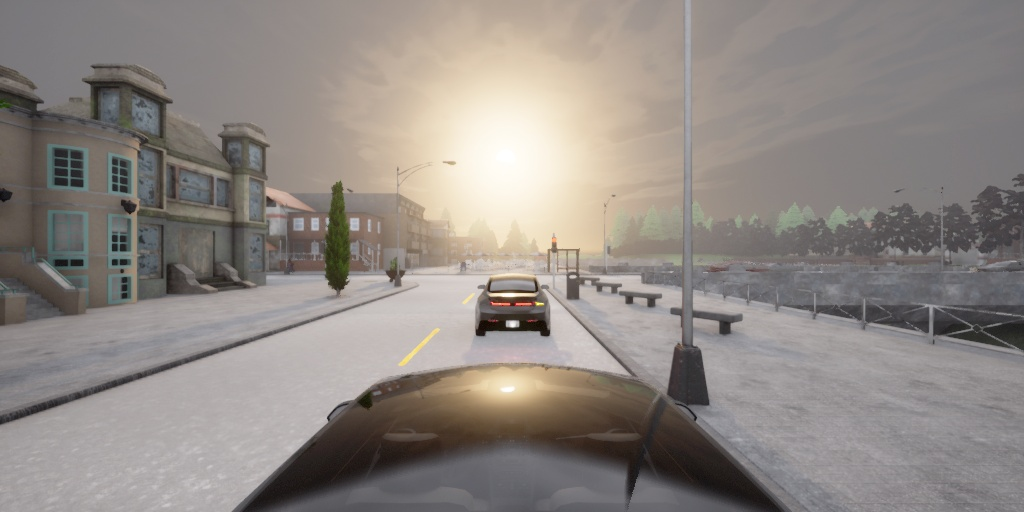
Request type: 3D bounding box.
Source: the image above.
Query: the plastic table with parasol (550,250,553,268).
[{"bbox_3d":[4.994,0.668,58.644,2.482,2.480,2.482,0,0,0],"label":"plastic table with parasol"}]

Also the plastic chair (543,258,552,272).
[{"bbox_3d":[4.843,1.273,49.844,0.730,1.272,0.750,0,0,0],"label":"plastic chair"}]

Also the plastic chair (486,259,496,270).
[{"bbox_3d":[-2.957,1.273,50.644,0.730,1.272,0.750,0,0,0],"label":"plastic chair"}]

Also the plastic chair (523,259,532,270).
[{"bbox_3d":[2.243,1.273,50.044,0.730,1.272,0.750,0,0,0],"label":"plastic chair"}]

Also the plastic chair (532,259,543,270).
[{"bbox_3d":[3.443,1.273,48.744,0.750,1.272,0.730,0,0,0],"label":"plastic chair"}]

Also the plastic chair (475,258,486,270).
[{"bbox_3d":[-4.357,1.273,49.544,0.750,1.272,0.730,0,0,0],"label":"plastic chair"}]

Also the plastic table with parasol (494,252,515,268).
[{"bbox_3d":[-1.206,0.668,57.744,2.482,2.480,2.482,0,0,0],"label":"plastic table with parasol"}]

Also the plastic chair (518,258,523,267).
[{"bbox_3d":[1.047,1.272,64.176,0.750,1.272,0.730,0,0,-1],"label":"plastic chair"}]

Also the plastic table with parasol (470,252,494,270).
[{"bbox_3d":[-4.237,0.669,50.764,2.482,2.480,2.482,0,0,0],"label":"plastic table with parasol"}]

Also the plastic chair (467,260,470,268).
[{"bbox_3d":[-5.557,1.273,50.845,0.730,1.272,0.750,0,0,0],"label":"plastic chair"}]

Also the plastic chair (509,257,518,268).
[{"bbox_3d":[0.144,1.272,57.644,0.730,1.272,0.750,0,0,0],"label":"plastic chair"}]

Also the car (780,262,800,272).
[{"bbox_3d":[25.496,1.310,34.947,4.181,1.385,1.994,0,0,0],"label":"car"}]

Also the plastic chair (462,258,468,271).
[{"bbox_3d":[-7.053,1.273,56.176,0.750,1.272,0.730,0,0,-1],"label":"plastic chair"}]

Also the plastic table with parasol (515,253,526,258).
[{"bbox_3d":[1.164,0.667,65.354,2.482,2.480,2.482,0,0,0],"label":"plastic table with parasol"}]

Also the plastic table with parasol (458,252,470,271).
[{"bbox_3d":[-7.126,0.668,57.355,2.482,2.480,2.482,0,0,0],"label":"plastic table with parasol"}]

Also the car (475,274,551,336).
[{"bbox_3d":[0.035,1.254,10.345,1.837,1.490,4.892,0,0,1],"label":"car"}]

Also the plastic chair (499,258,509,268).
[{"bbox_3d":[-1.256,1.272,56.544,0.750,1.272,0.730,0,0,0],"label":"plastic chair"}]

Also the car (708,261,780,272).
[{"bbox_3d":[19.564,1.224,30.798,5.008,1.535,1.882,0,0,1],"label":"car"}]

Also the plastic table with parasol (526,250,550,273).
[{"bbox_3d":[3.583,0.669,50.014,2.482,2.480,2.482,0,0,0],"label":"plastic table with parasol"}]

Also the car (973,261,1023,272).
[{"bbox_3d":[48.125,1.254,34.862,4.892,1.490,1.837,0,0,0],"label":"car"}]

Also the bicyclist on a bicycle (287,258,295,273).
[{"bbox_3d":[-24.188,1.094,39.139,0.582,1.620,1.656,0,0,0],"label":"bicyclist on a bicycle"}]
